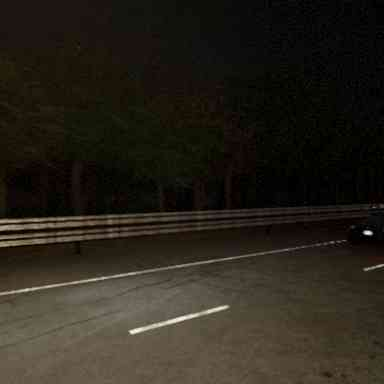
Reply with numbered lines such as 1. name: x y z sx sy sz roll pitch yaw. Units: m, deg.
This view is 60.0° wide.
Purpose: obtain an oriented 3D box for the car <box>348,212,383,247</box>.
1. car: 8.484 1.566 14.136 4.181 1.385 1.994 0 0 -36
